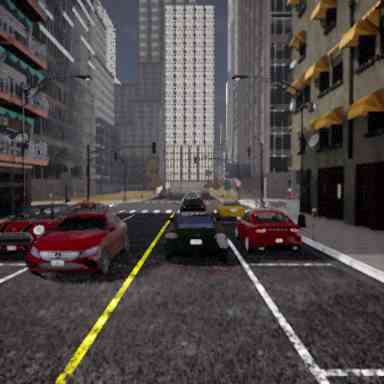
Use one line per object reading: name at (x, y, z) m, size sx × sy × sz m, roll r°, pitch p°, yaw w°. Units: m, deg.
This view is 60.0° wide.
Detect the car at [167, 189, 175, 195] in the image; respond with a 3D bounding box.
car at (-5.667, -0.065, 89.099) m, size 1.752 × 1.417 × 4.829 m, roll -1°, pitch 1°, yaw 0°

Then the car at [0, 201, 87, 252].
car at (-5.695, 1.213, 12.482) m, size 1.967 × 1.590 × 4.097 m, roll -1°, pitch 1°, yaw 0°

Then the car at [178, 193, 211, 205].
car at (0.085, 1.084, 23.331) m, size 1.837 × 1.490 × 4.892 m, roll 0°, pitch 1°, yaw -1°

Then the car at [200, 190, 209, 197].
car at (2.708, 0.225, 72.759) m, size 1.752 × 1.417 × 4.829 m, roll -1°, pitch 1°, yaw 0°

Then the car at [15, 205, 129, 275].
car at (-3.090, 1.344, 9.982) m, size 1.812 × 1.442 × 4.674 m, roll 0°, pitch 1°, yaw 0°

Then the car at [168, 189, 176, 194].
car at (-5.664, -0.147, 94.828) m, size 1.887 × 1.381 × 4.507 m, roll -1°, pitch 1°, yaw 0°

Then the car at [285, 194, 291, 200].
car at (14.266, 0.493, 42.624) m, size 4.507 × 1.381 × 1.887 m, roll -1°, pitch 2°, yaw 0°

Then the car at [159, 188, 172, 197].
car at (-5.674, 0.346, 67.035) m, size 1.887 × 1.381 × 4.507 m, roll -1°, pitch 1°, yaw 0°

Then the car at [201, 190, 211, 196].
car at (2.704, 0.241, 67.029) m, size 1.967 × 1.590 × 4.097 m, roll -1°, pitch 1°, yaw 0°

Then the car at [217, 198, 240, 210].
car at (2.690, 1.098, 23.681) m, size 1.752 × 1.417 × 4.829 m, roll -1°, pitch 1°, yaw 0°

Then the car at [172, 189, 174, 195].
car at (-5.674, 0.017, 72.590) m, size 2.192 × 1.841 × 5.009 m, roll -1°, pitch 1°, yaw 0°

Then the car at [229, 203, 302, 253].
car at (2.687, 1.318, 12.467) m, size 1.887 × 1.381 × 4.507 m, roll -1°, pitch 1°, yaw 0°

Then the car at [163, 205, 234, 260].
car at (0.107, 1.355, 11.473) m, size 1.994 × 1.385 × 4.181 m, roll 0°, pitch 1°, yaw 0°

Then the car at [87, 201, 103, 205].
car at (-5.692, 1.219, 18.007) m, size 1.887 × 1.381 × 4.507 m, roll -1°, pitch 1°, yaw 0°
